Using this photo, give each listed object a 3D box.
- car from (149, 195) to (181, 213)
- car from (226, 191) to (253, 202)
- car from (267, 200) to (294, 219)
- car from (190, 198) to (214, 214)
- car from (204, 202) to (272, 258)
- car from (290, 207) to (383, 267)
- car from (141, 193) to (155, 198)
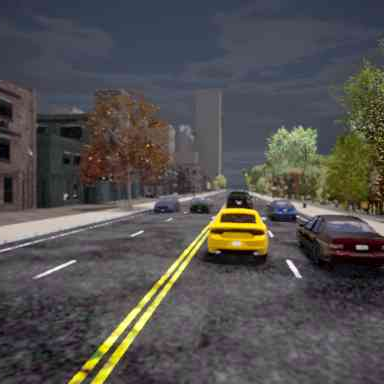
[{"bbox_3d":[-2.224,1.182,31.713,2.033,1.411,5.357,1,1,8],"label":"car"},{"bbox_3d":[4.133,0.949,29.058,2.150,2.045,5.566,1,1,8],"label":"car"},{"bbox_3d":[6.961,1.334,25.993,2.033,1.411,5.357,1,1,9],"label":"car"},{"bbox_3d":[0.948,1.276,30.894,1.895,1.301,4.718,1,1,8],"label":"car"},{"bbox_3d":[1.726,1.359,12.380,1.882,1.535,5.008,1,1,9],"label":"car"},{"bbox_3d":[4.824,1.473,11.173,2.033,1.411,5.357,1,1,9],"label":"car"},{"bbox_3d":[-9.735,0.886,77.965,4.313,1.339,1.947,0,2,7],"label":"car"}]
